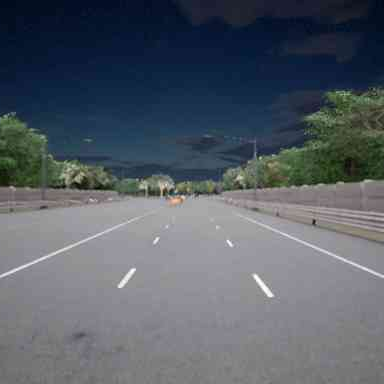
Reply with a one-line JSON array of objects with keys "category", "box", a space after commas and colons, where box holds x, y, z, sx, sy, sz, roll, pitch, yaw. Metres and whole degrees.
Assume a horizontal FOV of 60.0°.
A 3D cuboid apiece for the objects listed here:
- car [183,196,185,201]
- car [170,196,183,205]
[{"category": "car", "box": [-3.520, 2.231, 92.092, 1.837, 1.490, 4.892, 0, 0, 0]}, {"category": "car", "box": [-3.516, 1.938, 71.781, 2.097, 1.767, 4.553, 0, 0, 0]}]
